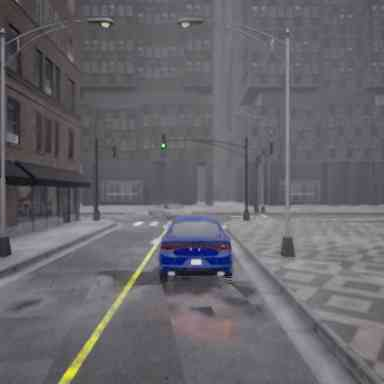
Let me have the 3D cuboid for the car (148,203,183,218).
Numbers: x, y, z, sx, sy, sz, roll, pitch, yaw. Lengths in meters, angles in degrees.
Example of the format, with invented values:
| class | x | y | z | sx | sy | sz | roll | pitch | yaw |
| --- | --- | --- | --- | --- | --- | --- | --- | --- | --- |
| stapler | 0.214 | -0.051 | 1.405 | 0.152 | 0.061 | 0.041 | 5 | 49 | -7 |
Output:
| class | x | y | z | sx | sy | sz | roll | pitch | yaw |
| --- | --- | --- | --- | --- | --- | --- | --- | --- | --- |
| car | -1.950 | 1.562 | 27.149 | 1.895 | 1.301 | 4.718 | 0 | 0 | -28 |

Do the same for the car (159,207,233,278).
| class | x | y | z | sx | sy | sz | roll | pitch | yaw |
| --- | --- | --- | --- | --- | --- | --- | --- | --- | --- |
| car | 0.097 | 1.463 | 10.170 | 1.882 | 1.535 | 5.008 | 0 | 0 | 0 |
